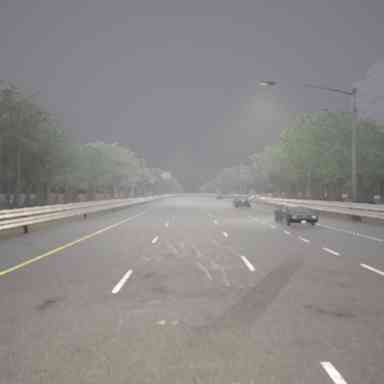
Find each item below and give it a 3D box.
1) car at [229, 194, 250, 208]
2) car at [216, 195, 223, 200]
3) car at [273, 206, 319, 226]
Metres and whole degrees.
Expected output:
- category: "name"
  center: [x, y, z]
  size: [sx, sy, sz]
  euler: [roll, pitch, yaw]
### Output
- category: "car"
  center: [7.091, 1.350, 48.286]
  size: [2.097, 1.767, 4.553]
  euler: [0, 0, 0]
- category: "car"
  center: [7.897, 1.491, 94.293]
  size: [1.837, 1.490, 4.892]
  euler: [0, 0, 8]
- category: "car"
  center: [7.034, 1.602, 23.114]
  size: [1.895, 1.301, 4.718]
  euler: [0, 0, 0]
